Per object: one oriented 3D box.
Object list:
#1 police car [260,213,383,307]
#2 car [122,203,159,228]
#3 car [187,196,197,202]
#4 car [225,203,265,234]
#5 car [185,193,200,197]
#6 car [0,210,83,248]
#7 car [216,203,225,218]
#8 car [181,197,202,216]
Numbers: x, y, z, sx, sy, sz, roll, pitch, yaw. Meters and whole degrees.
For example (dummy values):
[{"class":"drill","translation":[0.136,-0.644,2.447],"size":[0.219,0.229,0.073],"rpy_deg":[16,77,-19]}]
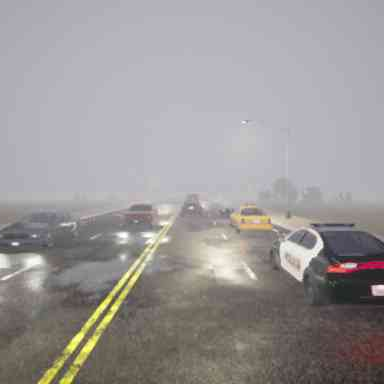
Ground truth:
[{"class":"police car","translation":[3.252,1.509,8.114],"size":[2.038,1.542,4.974],"rpy_deg":[0,0,0]},{"class":"car","translation":[-3.346,1.484,22.319],"size":[1.882,1.535,5.008],"rpy_deg":[0,0,0]},{"class":"car","translation":[0.013,1.536,74.378],"size":[1.994,1.385,4.181],"rpy_deg":[0,0,0]},{"class":"car","translation":[3.253,1.463,19.303],"size":[1.801,1.575,5.366],"rpy_deg":[0,0,0]},{"class":"car","translation":[0.101,1.215,55.224],"size":[2.150,2.045,5.566],"rpy_deg":[0,0,0]},{"class":"car","translation":[-6.598,1.553,15.080],"size":[2.033,1.411,5.357],"rpy_deg":[0,0,0]},{"class":"car","translation":[3.255,1.606,30.143],"size":[1.895,1.301,4.718],"rpy_deg":[0,0,0]},{"class":"car","translation":[-0.027,1.508,33.034],"size":[2.163,1.488,4.792],"rpy_deg":[0,0,0]}]
